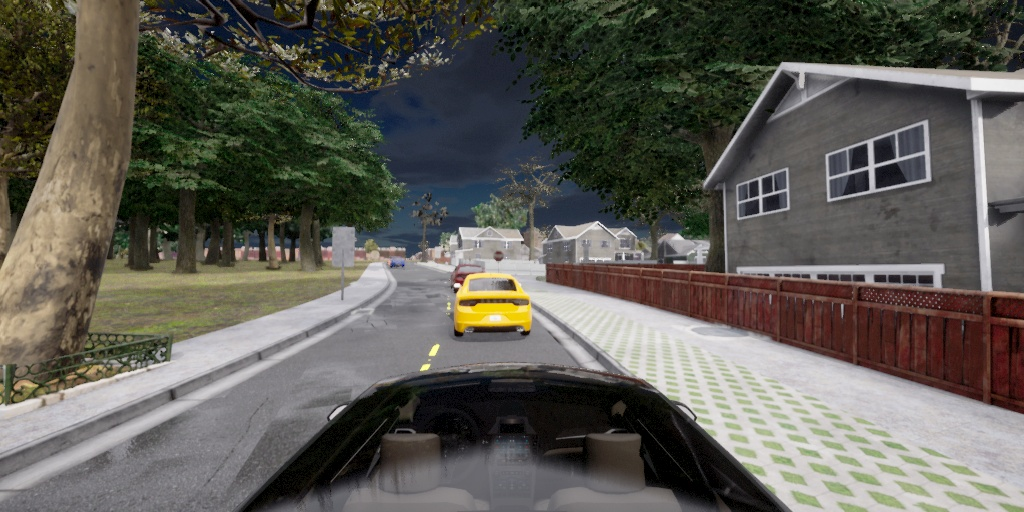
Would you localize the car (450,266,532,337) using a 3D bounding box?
[{"bbox_3d":[-0.664,1.232,10.444,1.882,1.535,5.008,0,0,-7],"label":"car"}]

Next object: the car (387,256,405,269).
[{"bbox_3d":[-16.330,0.963,51.112,1.882,1.535,5.008,1,0,-21],"label":"car"}]

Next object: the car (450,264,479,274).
[{"bbox_3d":[-2.548,1.222,20.901,1.882,1.535,5.008,1,0,-13],"label":"car"}]
